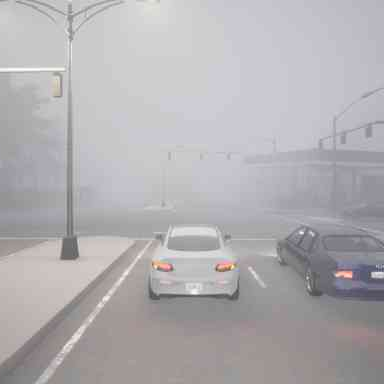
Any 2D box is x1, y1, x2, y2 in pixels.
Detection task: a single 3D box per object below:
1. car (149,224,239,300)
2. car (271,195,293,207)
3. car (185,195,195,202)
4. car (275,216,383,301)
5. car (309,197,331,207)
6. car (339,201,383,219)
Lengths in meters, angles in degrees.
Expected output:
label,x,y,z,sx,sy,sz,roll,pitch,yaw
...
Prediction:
label,x,y,z,sx,sy,sz,roll,pitch,yaw
car,0.036,1.516,8.218,1.812,1.442,4.674,0,0,0
car,12.911,1.261,47.843,2.242,1.667,4.611,0,0,0
car,-0.448,1.429,72.440,1.812,1.442,4.674,0,0,0
car,3.515,1.545,8.524,2.033,1.411,5.357,0,0,3
car,18.651,1.433,48.642,1.970,1.475,3.806,0,0,0
car,14.759,1.523,27.708,4.674,1.442,1.812,0,0,-1
